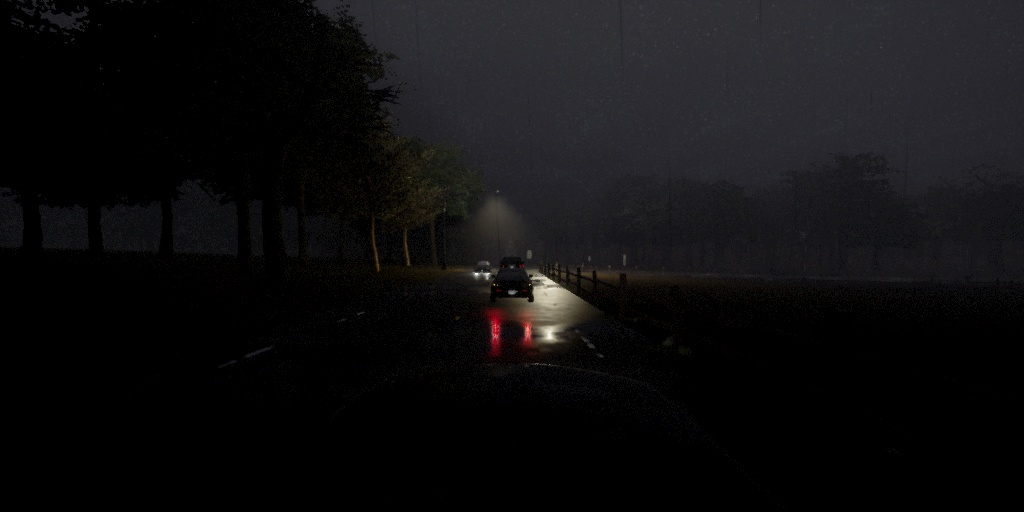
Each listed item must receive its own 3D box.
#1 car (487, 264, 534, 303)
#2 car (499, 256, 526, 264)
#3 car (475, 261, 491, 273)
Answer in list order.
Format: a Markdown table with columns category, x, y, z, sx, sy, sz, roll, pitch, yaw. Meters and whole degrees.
| category | x | y | z | sx | sy | sz | roll | pitch | yaw |
| --- | --- | --- | --- | --- | --- | --- | --- | --- | --- |
| car | 0.001 | 1.274 | 16.512 | 1.812 | 1.442 | 4.674 | 0 | 0 | 0 |
| car | 0.001 | 0.995 | 31.550 | 2.150 | 2.045 | 5.566 | 0 | 0 | 0 |
| car | -3.499 | 1.331 | 44.532 | 2.033 | 1.411 | 5.357 | 0 | 0 | 0 |
